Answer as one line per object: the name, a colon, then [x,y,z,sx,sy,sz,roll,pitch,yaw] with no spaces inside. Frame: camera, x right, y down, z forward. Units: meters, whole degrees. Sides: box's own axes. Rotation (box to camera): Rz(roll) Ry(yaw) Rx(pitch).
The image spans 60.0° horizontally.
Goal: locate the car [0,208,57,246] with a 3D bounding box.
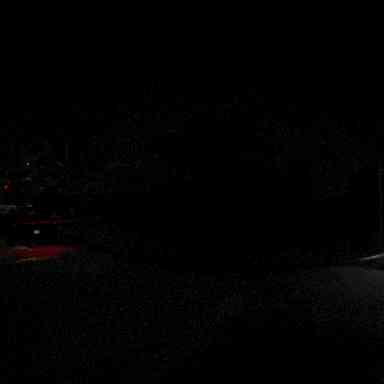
car: [-7.808,1.490,15.686,1.882,1.535,5.008,0,0,-35]
